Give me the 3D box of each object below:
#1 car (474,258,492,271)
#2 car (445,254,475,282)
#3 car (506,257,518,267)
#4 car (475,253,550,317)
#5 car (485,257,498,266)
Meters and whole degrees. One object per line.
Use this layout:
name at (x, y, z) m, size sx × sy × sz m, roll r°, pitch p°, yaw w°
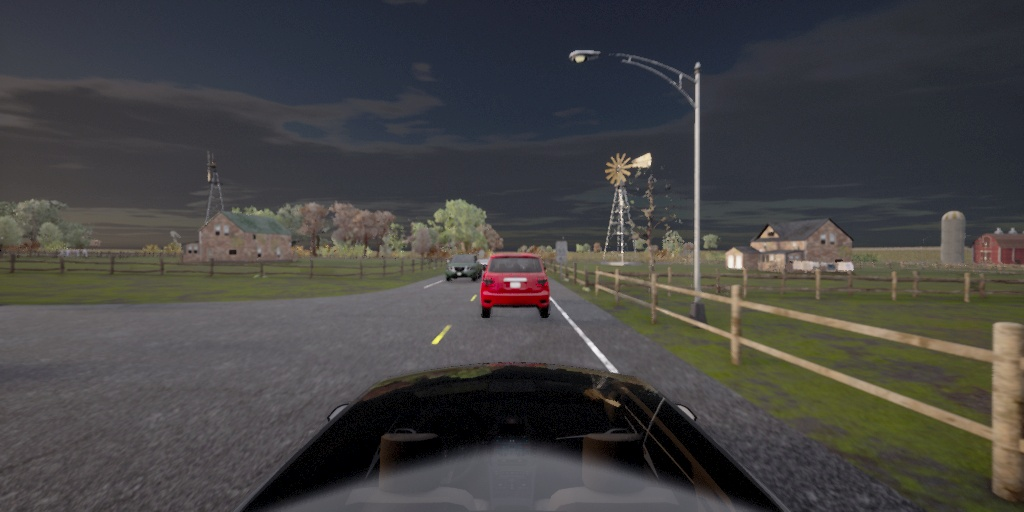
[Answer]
car at (-3.579, 1.060, 44.759) m, size 1.812 × 1.442 × 4.674 m, roll 0°, pitch 0°, yaw 0°
car at (-3.597, 0.843, 27.253) m, size 2.150 × 2.045 × 5.566 m, roll 0°, pitch 0°, yaw 0°
car at (0.004, 0.975, 57.370) m, size 1.837 × 1.490 × 4.892 m, roll 0°, pitch 0°, yaw 0°
car at (0.101, 0.915, 13.032) m, size 2.150 × 2.045 × 5.566 m, roll 0°, pitch 0°, yaw 0°
car at (-3.495, 0.964, 62.377) m, size 1.882 × 1.535 × 5.008 m, roll 0°, pitch 0°, yaw 0°
